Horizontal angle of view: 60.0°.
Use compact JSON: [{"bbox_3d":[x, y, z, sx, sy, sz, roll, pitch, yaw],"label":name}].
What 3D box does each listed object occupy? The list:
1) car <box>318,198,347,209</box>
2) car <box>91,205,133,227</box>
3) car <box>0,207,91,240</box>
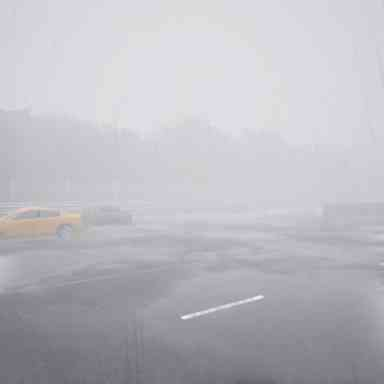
[{"bbox_3d":[18.126,1.410,42.950,4.181,1.385,1.994,0,0,-36],"label":"car"},{"bbox_3d":[-5.941,1.552,21.270,4.181,1.385,1.994,0,0,-36],"label":"car"},{"bbox_3d":[-7.683,1.473,15.680,5.008,1.535,1.882,0,0,-36],"label":"car"}]
